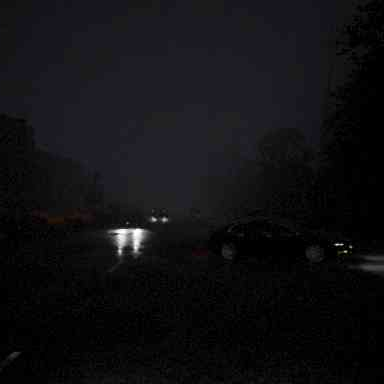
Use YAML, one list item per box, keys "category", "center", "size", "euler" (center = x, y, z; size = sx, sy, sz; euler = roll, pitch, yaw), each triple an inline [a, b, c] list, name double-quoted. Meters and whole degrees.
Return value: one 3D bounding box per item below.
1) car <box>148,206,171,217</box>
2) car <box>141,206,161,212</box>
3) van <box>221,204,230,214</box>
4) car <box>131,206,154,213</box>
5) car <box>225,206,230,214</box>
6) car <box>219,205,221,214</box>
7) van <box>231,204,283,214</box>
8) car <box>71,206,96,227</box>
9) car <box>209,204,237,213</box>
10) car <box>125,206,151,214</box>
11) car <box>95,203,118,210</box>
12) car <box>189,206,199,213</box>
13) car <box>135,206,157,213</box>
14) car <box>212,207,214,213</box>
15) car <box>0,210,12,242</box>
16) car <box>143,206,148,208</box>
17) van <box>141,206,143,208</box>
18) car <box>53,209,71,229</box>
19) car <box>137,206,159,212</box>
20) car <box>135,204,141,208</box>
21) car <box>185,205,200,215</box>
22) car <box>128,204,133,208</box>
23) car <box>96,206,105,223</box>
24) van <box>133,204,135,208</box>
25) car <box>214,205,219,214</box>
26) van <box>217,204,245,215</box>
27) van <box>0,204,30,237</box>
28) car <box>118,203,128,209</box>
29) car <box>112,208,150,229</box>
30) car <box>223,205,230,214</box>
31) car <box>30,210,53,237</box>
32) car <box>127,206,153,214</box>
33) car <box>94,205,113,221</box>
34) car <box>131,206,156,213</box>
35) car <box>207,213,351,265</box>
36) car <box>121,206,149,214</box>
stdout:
- category: "car"
  center: [-4.788, 2.828, 49.470]
  size: [2.097, 1.767, 4.553]
  euler: [0, -2, 1]
- category: "car"
  center: [-10.848, 4.412, 87.849]
  size: [4.892, 1.521, 2.231]
  euler: [0, -2, -20]
- category: "van"
  center: [6.531, 2.530, 43.633]
  size: [4.442, 1.987, 1.878]
  euler: [2, -2, -20]
- category: "car"
  center: [-10.961, 3.892, 73.193]
  size: [4.674, 1.452, 2.002]
  euler: [0, -3, -20]
- category: "car"
  center: [6.597, 2.594, 37.780]
  size: [4.674, 1.452, 2.002]
  euler: [2, -2, -20]
- category: "car"
  center: [6.654, 2.902, 46.614]
  size: [4.674, 1.452, 2.002]
  euler: [2, -2, -20]
- category: "van"
  center: [6.442, 2.127, 31.864]
  size: [4.442, 1.987, 1.878]
  euler: [1, -2, -20]
- category: "car"
  center: [-11.460, 2.260, 29.157]
  size: [5.366, 1.575, 1.946]
  euler: [0, -2, -20]
- category: "car"
  center: [6.832, 3.599, 73.087]
  size: [5.566, 2.045, 2.435]
  euler: [2, -2, -19]
- category: "car"
  center: [-10.975, 3.658, 67.342]
  size: [4.792, 1.488, 2.163]
  euler: [0, -3, -20]
- category: "car"
  center: [-11.255, 2.433, 38.018]
  size: [4.553, 1.767, 2.185]
  euler: [0, -2, -20]
- category: "car"
  center: [0.434, 3.631, 69.991]
  size: [1.994, 1.385, 4.181]
  euler: [0, -2, 0]
- category: "car"
  center: [-10.918, 4.116, 79.057]
  size: [4.674, 1.452, 2.002]
  euler: [0, -3, -20]
- category: "car"
  center: [6.794, 3.433, 61.332]
  size: [4.792, 1.488, 2.163]
  euler: [2, -3, -20]
- category: "car"
  center: [-11.207, 1.776, 14.626]
  size: [5.366, 1.575, 1.946]
  euler: [0, -2, -20]
- category: "car"
  center: [-11.078, 3.280, 61.466]
  size: [4.553, 1.767, 2.185]
  euler: [0, -3, -20]
- category: "van"
  center: [-10.985, 2.960, 55.656]
  size: [4.442, 1.987, 1.878]
  euler: [0, -2, -20]
- category: "car"
  center: [-11.505, 2.067, 23.299]
  size: [5.366, 1.575, 1.946]
  euler: [0, -2, -20]
- category: "car"
  center: [-10.901, 4.189, 81.990]
  size: [4.892, 1.521, 2.231]
  euler: [0, -3, -20]
- category: "car"
  center: [-11.105, 3.078, 52.672]
  size: [5.008, 1.535, 2.097]
  euler: [0, -2, -20]
- category: "car"
  center: [0.359, 3.216, 59.929]
  size: [2.097, 1.767, 4.553]
  euler: [0, -2, 0]
- category: "car"
  center: [-11.127, 2.740, 46.822]
  size: [4.553, 1.767, 2.185]
  euler: [0, -2, -20]
- category: "car"
  center: [-11.231, 2.390, 32.158]
  size: [4.792, 1.488, 2.163]
  euler: [0, -2, -19]
- category: "van"
  center: [-11.244, 2.746, 49.706]
  size: [4.442, 1.987, 1.878]
  euler: [0, -2, -20]
- category: "car"
  center: [6.716, 3.183, 55.439]
  size: [4.892, 1.521, 2.231]
  euler: [2, -3, -20]
- category: "van"
  center: [6.854, 3.070, 58.434]
  size: [4.442, 1.987, 1.878]
  euler: [2, -3, -19]
- category: "van"
  center: [-11.260, 1.650, 17.548]
  size: [4.442, 1.987, 1.878]
  euler: [0, -2, -20]
- category: "car"
  center: [-11.227, 2.409, 40.943]
  size: [5.566, 2.045, 2.435]
  euler: [0, -2, -20]
- category: "car"
  center: [-4.978, 2.294, 27.765]
  size: [1.994, 1.385, 4.181]
  euler: [0, -2, 0]
- category: "car"
  center: [6.616, 2.696, 40.723]
  size: [4.674, 1.452, 2.002]
  euler: [2, -2, -20]
- category: "car"
  center: [-11.375, 2.002, 20.415]
  size: [4.792, 1.488, 2.163]
  euler: [0, -2, -20]
- category: "car"
  center: [-10.991, 3.741, 70.267]
  size: [4.892, 1.521, 2.231]
  euler: [0, -3, -20]
- category: "car"
  center: [-11.234, 2.461, 35.084]
  size: [4.892, 1.521, 2.231]
  euler: [0, -2, -20]
- category: "car"
  center: [-11.110, 3.960, 76.059]
  size: [5.366, 1.575, 1.946]
  euler: [0, -2, -20]
- category: "car"
  center: [2.912, 1.652, 11.767]
  size: [4.892, 1.490, 1.837]
  euler: [-4, -2, 29]
- category: "car"
  center: [-11.031, 3.517, 64.399]
  size: [4.892, 1.521, 2.231]
  euler: [0, -3, -20]
